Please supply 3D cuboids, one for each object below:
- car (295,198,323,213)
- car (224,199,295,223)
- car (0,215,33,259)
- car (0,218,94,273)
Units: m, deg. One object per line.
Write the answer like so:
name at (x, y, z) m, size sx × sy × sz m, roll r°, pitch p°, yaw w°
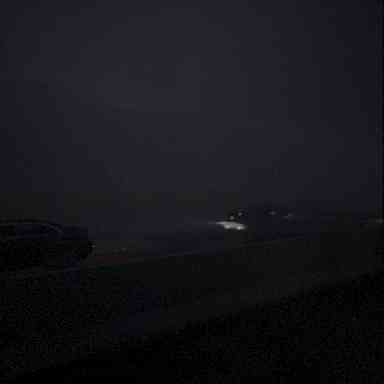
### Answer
car at (10.927, 1.328, 33.300) m, size 5.357 × 1.411 × 2.033 m, roll -1°, pitch 0°, yaw -35°
car at (4.942, 1.405, 24.731) m, size 5.357 × 1.411 × 2.033 m, roll -1°, pitch 0°, yaw -36°
car at (-8.089, 1.603, 11.119) m, size 4.718 × 1.301 × 1.895 m, roll -1°, pitch 0°, yaw -36°
car at (-5.158, 1.485, 8.912) m, size 4.902 × 1.511 × 2.128 m, roll -1°, pitch 0°, yaw -36°
